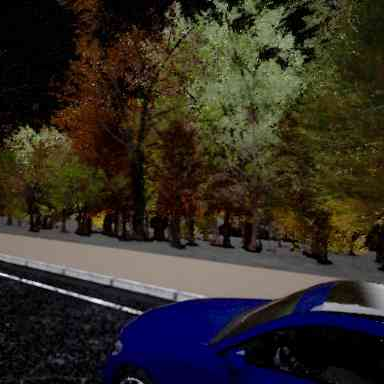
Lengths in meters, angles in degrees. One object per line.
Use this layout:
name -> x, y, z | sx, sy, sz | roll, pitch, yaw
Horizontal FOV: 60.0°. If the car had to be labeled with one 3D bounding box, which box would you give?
car -> 1.289, 1.529, 2.767 | 4.674, 1.442, 1.812 | 0, 0, 36
